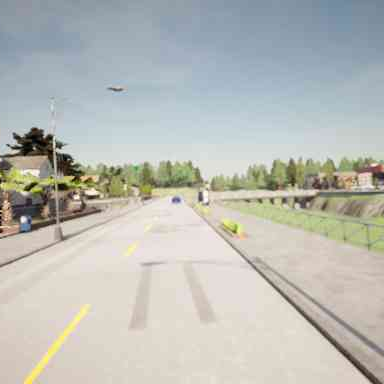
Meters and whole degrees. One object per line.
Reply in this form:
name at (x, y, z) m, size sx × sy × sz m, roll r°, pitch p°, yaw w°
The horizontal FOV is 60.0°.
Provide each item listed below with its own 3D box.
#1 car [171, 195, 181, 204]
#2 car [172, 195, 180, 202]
car at (-3.219, 1.595, 68.308) m, size 1.882 × 1.535 × 5.008 m, roll -3°, pitch 0°, yaw -3°
car at (-3.733, 1.548, 78.716) m, size 1.812 × 1.442 × 4.674 m, roll -3°, pitch 0°, yaw -3°
